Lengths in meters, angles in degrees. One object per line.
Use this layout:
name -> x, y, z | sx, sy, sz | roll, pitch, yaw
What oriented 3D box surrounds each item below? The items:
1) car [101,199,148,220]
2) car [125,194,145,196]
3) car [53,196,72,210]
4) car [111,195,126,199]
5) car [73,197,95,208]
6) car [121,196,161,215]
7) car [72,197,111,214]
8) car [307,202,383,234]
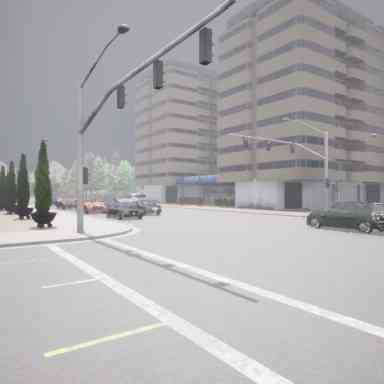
car -> -5.788, 1.564, 28.270 | 1.994, 1.385, 4.181 | 0, 0, -35
car -> -7.892, 1.221, 43.913 | 2.150, 2.045, 5.566 | 0, 0, -35
car -> -16.384, 1.526, 43.536 | 1.812, 1.442, 4.674 | 0, 0, -35
car -> -10.056, 1.505, 40.550 | 1.837, 1.490, 4.892 | 0, 0, -35
car -> -15.943, 1.505, 49.045 | 1.837, 1.490, 4.892 | 0, 0, -34
car -> -4.811, 1.492, 32.993 | 2.128, 1.511, 4.902 | 0, 0, -35
car -> -10.744, 1.352, 35.403 | 2.097, 1.767, 4.553 | 0, 0, -35
car -> 9.063, 1.352, 19.514 | 2.097, 1.767, 4.553 | 0, 0, -35
